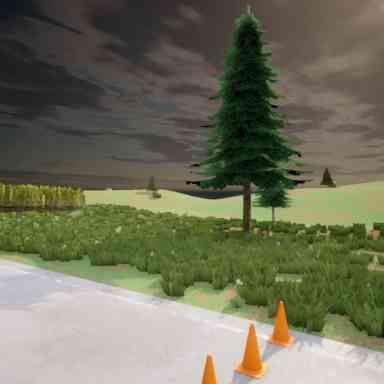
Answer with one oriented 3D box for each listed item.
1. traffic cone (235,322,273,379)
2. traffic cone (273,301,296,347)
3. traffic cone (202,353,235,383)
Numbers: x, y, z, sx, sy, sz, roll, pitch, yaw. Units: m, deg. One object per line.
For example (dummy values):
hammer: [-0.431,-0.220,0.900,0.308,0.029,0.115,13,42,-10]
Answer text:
traffic cone: [0.764,1.955,4.218,0.340,0.580,0.340,0,0,36]
traffic cone: [1.348,1.955,5.029,0.340,0.580,0.340,0,0,36]
traffic cone: [0.179,1.955,3.406,0.340,0.580,0.340,0,0,36]
